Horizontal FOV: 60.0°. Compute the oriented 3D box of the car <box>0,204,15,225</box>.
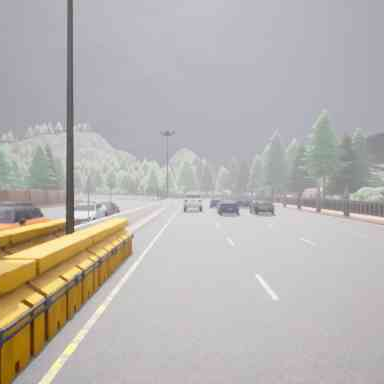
[{"bbox_3d":[-13.992,1.562,22.288,1.994,1.385,4.181,0,0,0],"label":"car"}]

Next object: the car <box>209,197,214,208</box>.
[{"bbox_3d":[3.523,1.473,47.485,1.882,1.535,5.008,0,0,0],"label":"car"}]

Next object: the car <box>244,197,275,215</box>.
[{"bbox_3d":[7.057,1.488,33.897,2.128,1.511,4.902,0,0,0],"label":"car"}]

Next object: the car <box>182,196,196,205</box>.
[{"bbox_3d":[-0.529,1.486,58.742,2.128,1.511,4.902,0,0,-5],"label":"car"}]

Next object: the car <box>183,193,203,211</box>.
[{"bbox_3d":[0.112,1.208,40.524,2.150,2.045,5.566,0,-1,-1],"label":"car"}]

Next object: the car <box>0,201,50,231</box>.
[{"bbox_3d":[-7.087,1.351,12.433,2.097,1.767,4.553,0,0,0],"label":"car"}]

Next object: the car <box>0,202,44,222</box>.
[{"bbox_3d":[-14.052,1.562,27.301,1.994,1.385,4.181,0,0,0],"label":"car"}]

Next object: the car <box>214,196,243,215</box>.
[{"bbox_3d":[3.605,1.475,33.890,1.882,1.535,5.008,0,0,0],"label":"car"}]

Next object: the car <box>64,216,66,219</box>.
[{"bbox_3d":[-6.988,1.431,22.251,1.812,1.442,4.674,1,5,0],"label":"car"}]

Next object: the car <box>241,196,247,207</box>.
[{"bbox_3d":[7.015,1.348,46.952,2.097,1.767,4.553,0,0,0],"label":"car"}]

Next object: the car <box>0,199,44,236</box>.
[{"bbox_3d":[-10.579,1.350,19.167,2.097,1.767,4.553,0,0,0],"label":"car"}]
